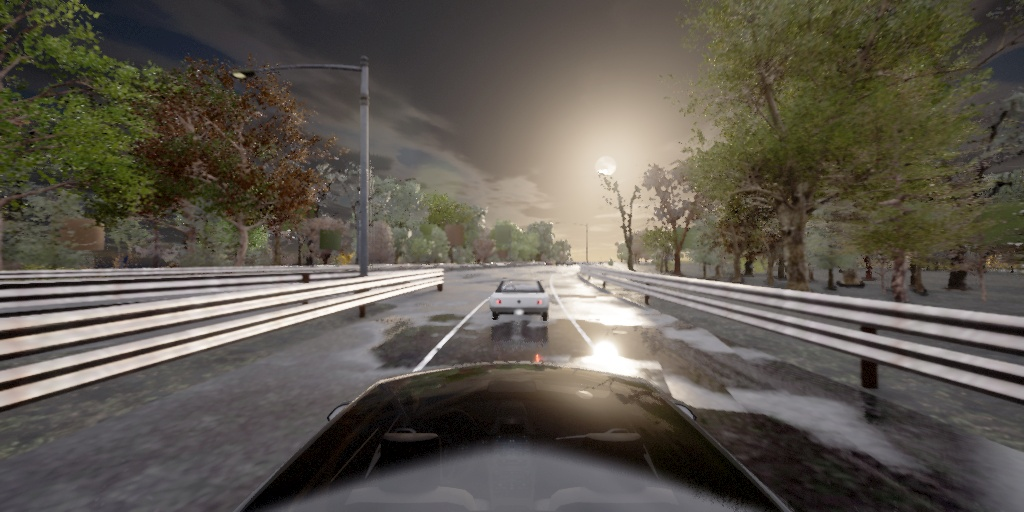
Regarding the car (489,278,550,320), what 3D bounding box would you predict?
[{"bbox_3d":[0.346,1.457,13.171,1.895,1.301,4.718,0,-1,3],"label":"car"}]
